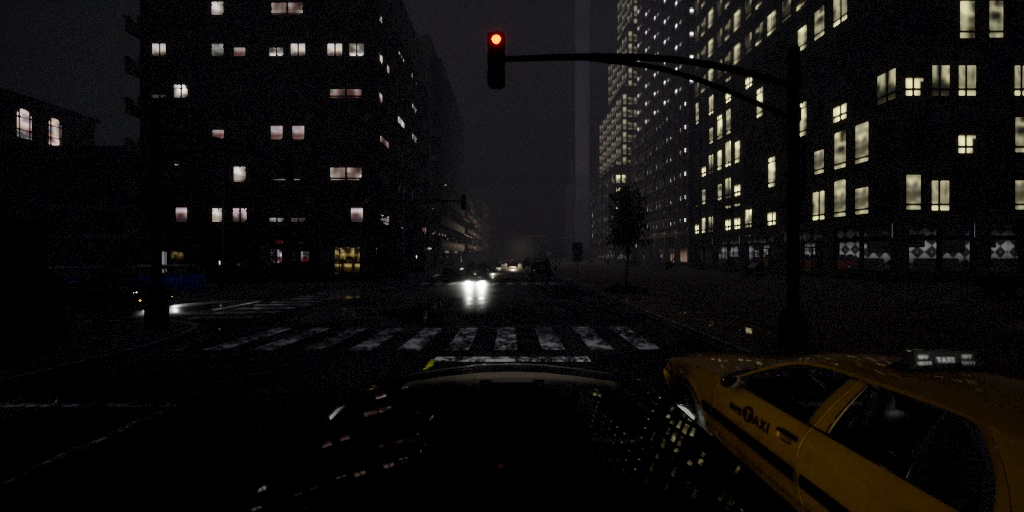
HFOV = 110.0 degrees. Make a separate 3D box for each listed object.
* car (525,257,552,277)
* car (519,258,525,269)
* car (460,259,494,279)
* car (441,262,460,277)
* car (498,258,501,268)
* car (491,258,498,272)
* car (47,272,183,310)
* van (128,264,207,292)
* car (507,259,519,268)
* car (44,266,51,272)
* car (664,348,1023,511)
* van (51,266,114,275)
[{"bbox_3d":[2.691,1.073,34.758,2.192,1.841,5.009,0,0,0],"label":"car"},{"bbox_3d":[2.693,1.097,56.863,2.192,1.841,5.009,0,0,0],"label":"car"},{"bbox_3d":[-3.097,1.248,32.449,2.128,1.511,4.902,0,0,0],"label":"car"},{"bbox_3d":[-5.689,1.308,34.758,2.007,1.370,4.403,0,0,0],"label":"car"},{"bbox_3d":[-3.043,1.143,63.319,2.097,1.767,4.553,0,0,0],"label":"car"},{"bbox_3d":[-3.096,1.244,44.743,1.882,1.535,5.008,0,0,0],"label":"car"},{"bbox_3d":[-17.601,1.582,15.754,4.181,1.385,1.994,-1,0,-1],"label":"car"},{"bbox_3d":[-20.766,1.390,21.519,3.998,1.789,1.690,0,0,-1],"label":"van"},{"bbox_3d":[0.105,1.285,64.295,2.128,1.511,4.902,0,0,0],"label":"car"},{"bbox_3d":[-28.064,1.529,18.874,4.553,1.767,2.097,-1,0,-1],"label":"car"},{"bbox_3d":[2.689,1.275,2.515,1.751,1.417,4.829,0,0,0],"label":"car"},{"bbox_3d":[-26.304,1.480,21.469,3.998,1.789,1.690,0,0,-1],"label":"van"}]
